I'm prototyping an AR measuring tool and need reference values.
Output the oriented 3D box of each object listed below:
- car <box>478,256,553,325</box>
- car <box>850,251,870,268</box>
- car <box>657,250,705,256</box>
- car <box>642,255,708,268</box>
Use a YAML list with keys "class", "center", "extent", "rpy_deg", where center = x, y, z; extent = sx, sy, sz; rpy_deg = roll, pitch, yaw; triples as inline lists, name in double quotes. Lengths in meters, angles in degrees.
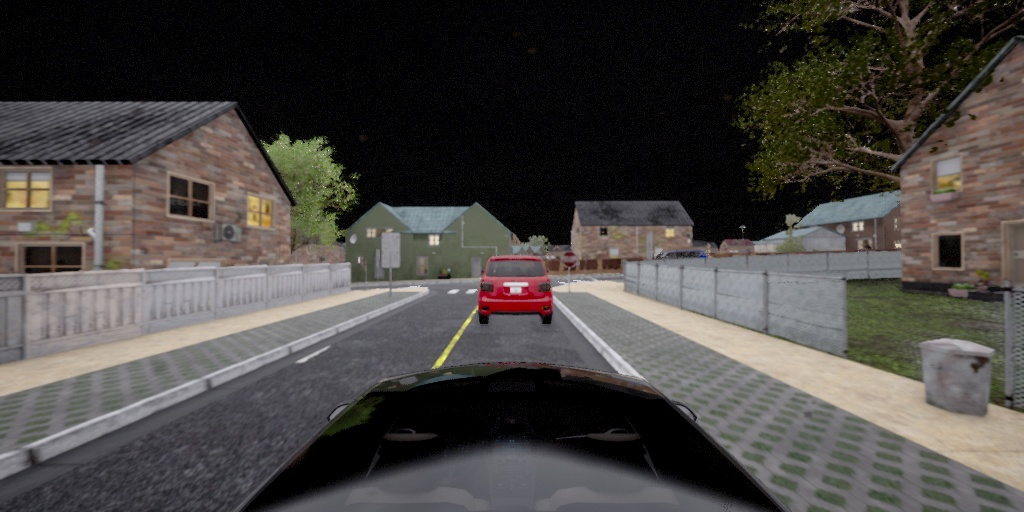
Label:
- class: "car"
  center: [0.101, 1.018, 12.143]
  extent: [2.150, 2.045, 5.566]
  rpy_deg: [0, 0, 0]
- class: "car"
  center: [27.503, 0.362, 28.404]
  extent: [4.674, 1.442, 1.812]
  rpy_deg: [-2, -1, 0]
- class: "car"
  center: [12.695, 0.588, 28.524]
  extent: [5.566, 2.045, 2.150]
  rpy_deg: [-2, -1, 0]
- class: "car"
  center: [11.383, 0.905, 25.776]
  extent: [4.674, 1.442, 1.812]
  rpy_deg: [-2, -1, 2]
